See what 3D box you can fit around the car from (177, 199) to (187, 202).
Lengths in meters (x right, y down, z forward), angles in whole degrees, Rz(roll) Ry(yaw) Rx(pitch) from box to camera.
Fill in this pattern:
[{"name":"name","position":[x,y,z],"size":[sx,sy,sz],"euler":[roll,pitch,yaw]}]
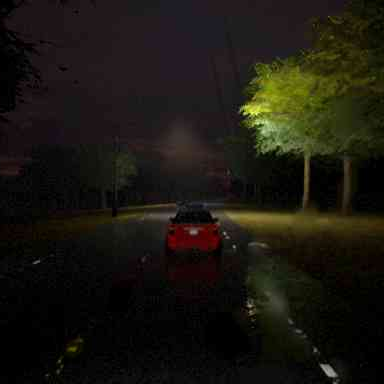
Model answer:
[{"name":"car","position":[-1.641,2.072,60.163],"size":[1.837,1.490,4.892],"euler":[0,0,4]}]

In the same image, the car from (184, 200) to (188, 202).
[{"name":"car","position":[0.431,1.753,29.394],"size":[1.882,1.535,5.008],"euler":[0,0,2]}]

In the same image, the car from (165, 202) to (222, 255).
[{"name":"car","position":[0.084,1.481,14.020],"size":[2.097,1.767,4.553],"euler":[0,-1,1]}]
